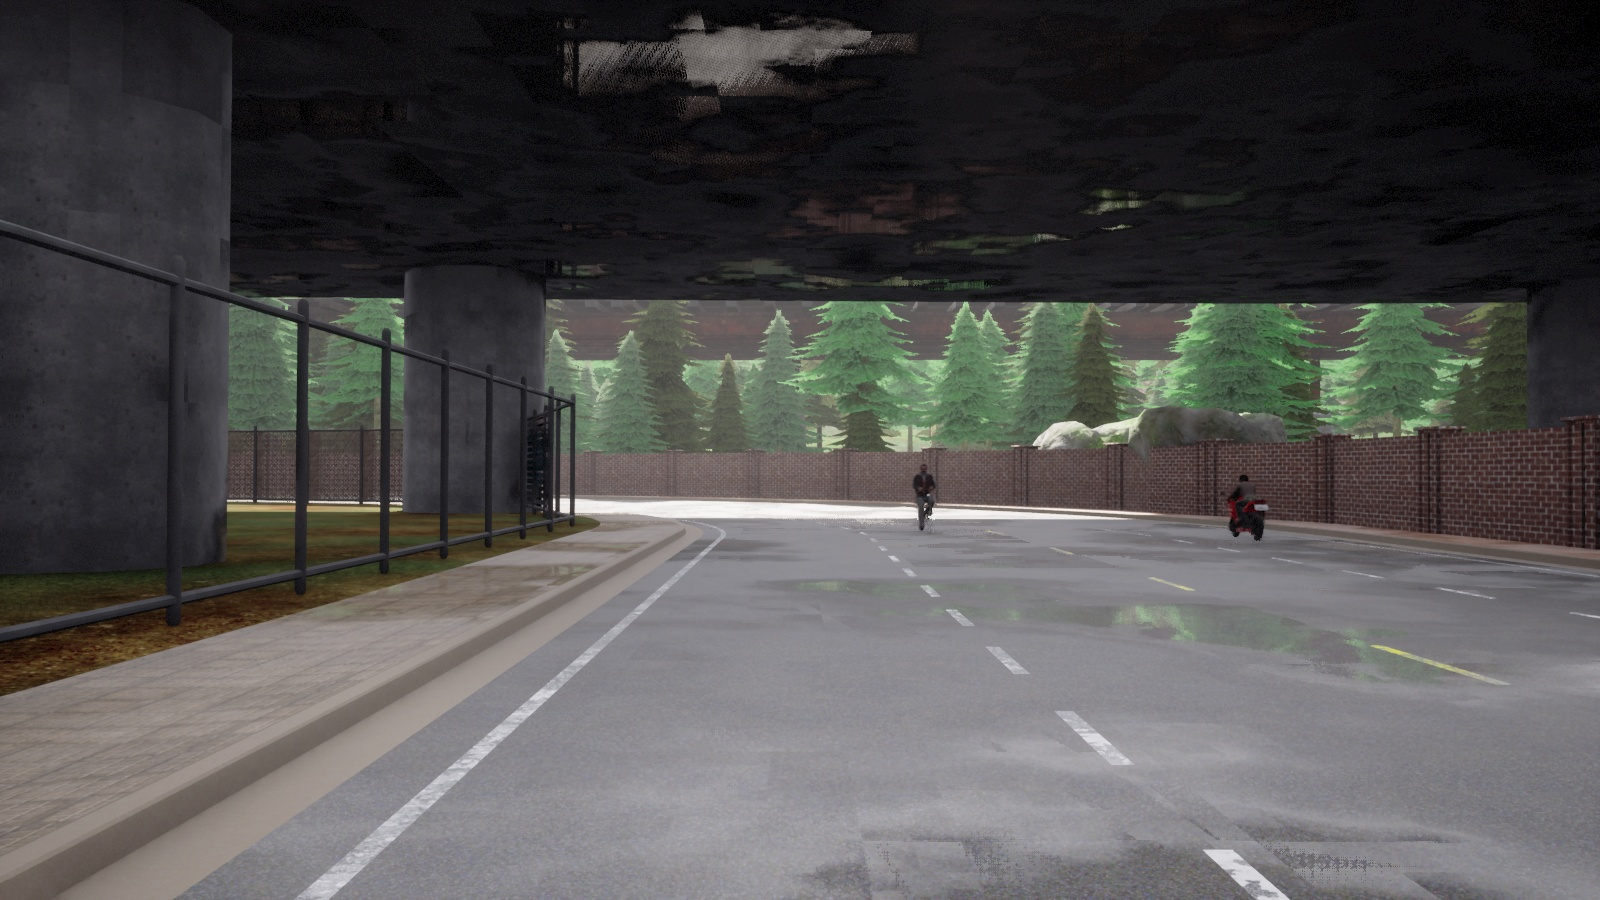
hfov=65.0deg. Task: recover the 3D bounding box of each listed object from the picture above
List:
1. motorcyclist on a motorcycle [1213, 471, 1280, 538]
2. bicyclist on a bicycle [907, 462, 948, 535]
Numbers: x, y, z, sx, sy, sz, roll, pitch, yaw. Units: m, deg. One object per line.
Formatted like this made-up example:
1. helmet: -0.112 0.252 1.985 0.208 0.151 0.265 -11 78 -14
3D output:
1. motorcyclist on a motorcycle: 10.396 1.247 29.338 0.797 1.523 2.044 0 -1 -1
2. bicyclist on a bicycle: 3.209 1.205 31.795 0.659 1.776 1.843 -1 -1 -5
